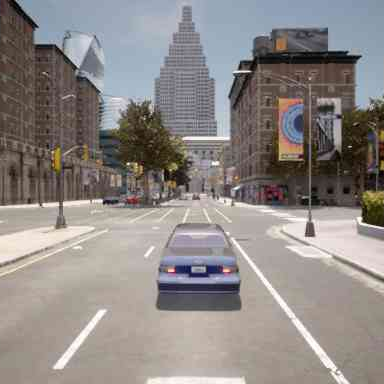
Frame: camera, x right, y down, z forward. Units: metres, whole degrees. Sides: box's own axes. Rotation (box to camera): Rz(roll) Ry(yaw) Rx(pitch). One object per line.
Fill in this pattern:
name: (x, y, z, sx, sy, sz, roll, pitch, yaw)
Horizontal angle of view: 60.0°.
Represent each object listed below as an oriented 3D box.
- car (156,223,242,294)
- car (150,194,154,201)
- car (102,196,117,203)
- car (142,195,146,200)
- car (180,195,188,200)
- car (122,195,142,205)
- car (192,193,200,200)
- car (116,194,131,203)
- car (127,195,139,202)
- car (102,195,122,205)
car: (0.175, 1.547, 8.947, 2.033, 1.411, 5.357, 0, 0, 1)
car: (-10.482, 1.355, 79.657, 2.097, 1.767, 4.553, 0, 0, 1)
car: (-17.360, 1.595, 69.847, 1.895, 1.301, 4.718, 0, 0, 1)
car: (-10.612, 1.500, 69.669, 1.837, 1.490, 4.892, 0, 0, 1)
car: (-2.346, 1.519, 90.101, 1.812, 1.442, 4.674, 0, 0, 1)
car: (-10.809, 1.478, 59.873, 1.882, 1.535, 5.008, 0, 0, 1)
car: (1.154, 1.350, 90.026, 2.097, 1.767, 4.553, 0, 0, 1)
car: (-14.124, 1.355, 68.799, 2.097, 1.767, 4.553, 0, 0, 1)
car: (-13.993, 1.478, 78.898, 1.882, 1.535, 5.008, 0, 0, 1)
car: (-14.328, 1.601, 58.693, 1.895, 1.301, 4.718, 0, 0, 1)
